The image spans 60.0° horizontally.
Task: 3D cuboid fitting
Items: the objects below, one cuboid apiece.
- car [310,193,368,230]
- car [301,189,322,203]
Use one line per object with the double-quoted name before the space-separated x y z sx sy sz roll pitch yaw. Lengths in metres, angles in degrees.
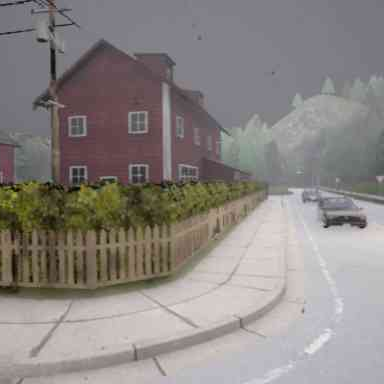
"car" 7.517 0.984 17.198 2.033 1.411 5.357 0 2 16
"car" 12.696 0.393 35.472 2.128 1.511 4.902 0 2 16
